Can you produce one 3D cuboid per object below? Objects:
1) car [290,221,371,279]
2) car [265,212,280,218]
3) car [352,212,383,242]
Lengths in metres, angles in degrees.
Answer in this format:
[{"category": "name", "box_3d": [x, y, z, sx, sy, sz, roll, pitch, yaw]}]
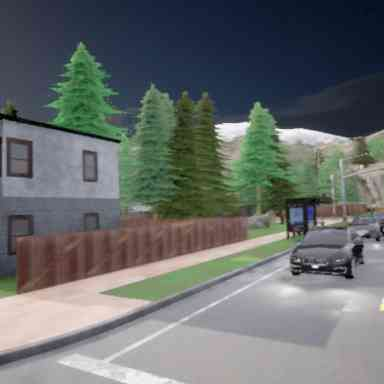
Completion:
[{"category": "car", "box_3d": [4.957, 2.013, 11.882, 1.837, 1.490, 4.892, -5, -4, 33]}, {"category": "car", "box_3d": [17.179, 4.526, 69.705, 1.932, 1.855, 4.605, -4, -4, 32]}, {"category": "car", "box_3d": [11.199, 2.295, 21.424, 2.128, 1.511, 4.902, -5, -4, 33]}]
